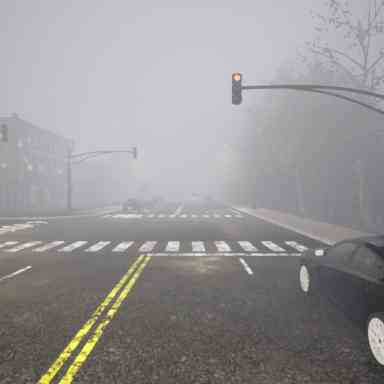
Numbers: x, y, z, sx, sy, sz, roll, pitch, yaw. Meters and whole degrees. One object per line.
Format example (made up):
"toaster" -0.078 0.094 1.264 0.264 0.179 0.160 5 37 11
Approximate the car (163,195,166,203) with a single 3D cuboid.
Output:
"car" -6.491 1.328 66.713 2.097 1.767 4.553 0 0 1

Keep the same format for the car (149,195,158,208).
"car" -6.564 1.476 47.060 2.128 1.511 4.902 0 0 0

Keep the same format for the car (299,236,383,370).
"car" 3.345 1.477 5.649 1.882 1.535 5.008 0 0 1

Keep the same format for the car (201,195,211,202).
"car" 3.293 1.494 79.164 2.128 1.511 4.902 0 0 0

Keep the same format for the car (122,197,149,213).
"car" -6.571 1.480 37.601 2.128 1.511 4.902 0 0 0

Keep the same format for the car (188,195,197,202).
"car" 0.043 1.509 79.285 2.033 1.411 5.357 0 0 0

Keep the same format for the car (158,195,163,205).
"car" -6.553 1.458 56.634 1.882 1.535 5.008 0 0 0

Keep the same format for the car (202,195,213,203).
"car" 3.389 1.480 68.974 1.837 1.490 4.892 0 0 0

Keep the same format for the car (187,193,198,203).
"car" 0.136 1.196 68.642 2.150 2.045 5.566 0 0 0
